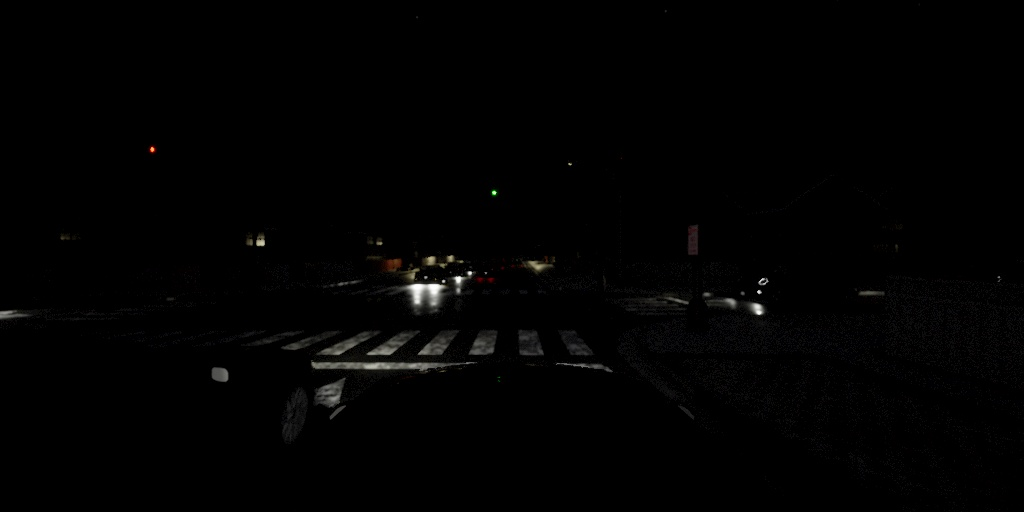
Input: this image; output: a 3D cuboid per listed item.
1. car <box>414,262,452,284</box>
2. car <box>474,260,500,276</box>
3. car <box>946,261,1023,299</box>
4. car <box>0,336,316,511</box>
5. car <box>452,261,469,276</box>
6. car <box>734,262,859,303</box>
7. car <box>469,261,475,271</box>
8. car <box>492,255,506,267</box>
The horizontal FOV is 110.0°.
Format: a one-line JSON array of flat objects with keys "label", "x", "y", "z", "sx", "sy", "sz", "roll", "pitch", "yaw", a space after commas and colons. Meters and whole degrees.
[{"label": "car", "x": -6.267, "y": 1.401, "z": 28.145, "sx": 1.994, "sy": 1.385, "sz": 4.181, "roll": 0, "pitch": 0, "yaw": 1}, {"label": "car", "x": -2.667, "y": 1.449, "z": 39.493, "sx": 1.895, "sy": 1.301, "sz": 4.718, "roll": 0, "pitch": 0, "yaw": 1}, {"label": "car", "x": 22.646, "y": 1.005, "z": 16.250, "sx": 4.553, "sy": 1.767, "sz": 2.097, "roll": 0, "pitch": 0, "yaw": -1}, {"label": "car", "x": -3.170, "y": 1.229, "z": 2.095, "sx": 1.882, "sy": 1.535, "sz": 5.008, "roll": 0, "pitch": 0, "yaw": 0}, {"label": "car", "x": -6.143, "y": 1.375, "z": 38.439, "sx": 1.812, "sy": 1.442, "sz": 4.674, "roll": 0, "pitch": 0, "yaw": 1}, {"label": "car", "x": 12.573, "y": 1.081, "z": 16.101, "sx": 4.553, "sy": 1.767, "sz": 2.097, "roll": 0, "pitch": 0, "yaw": -1}, {"label": "car", "x": -5.996, "y": 1.331, "z": 49.083, "sx": 2.033, "sy": 1.411, "sz": 5.357, "roll": 0, "pitch": 1, "yaw": 2}, {"label": "car", "x": -2.364, "y": 0.830, "z": 64.694, "sx": 2.150, "sy": 2.045, "sz": 5.566, "roll": 0, "pitch": 1, "yaw": 1}]
